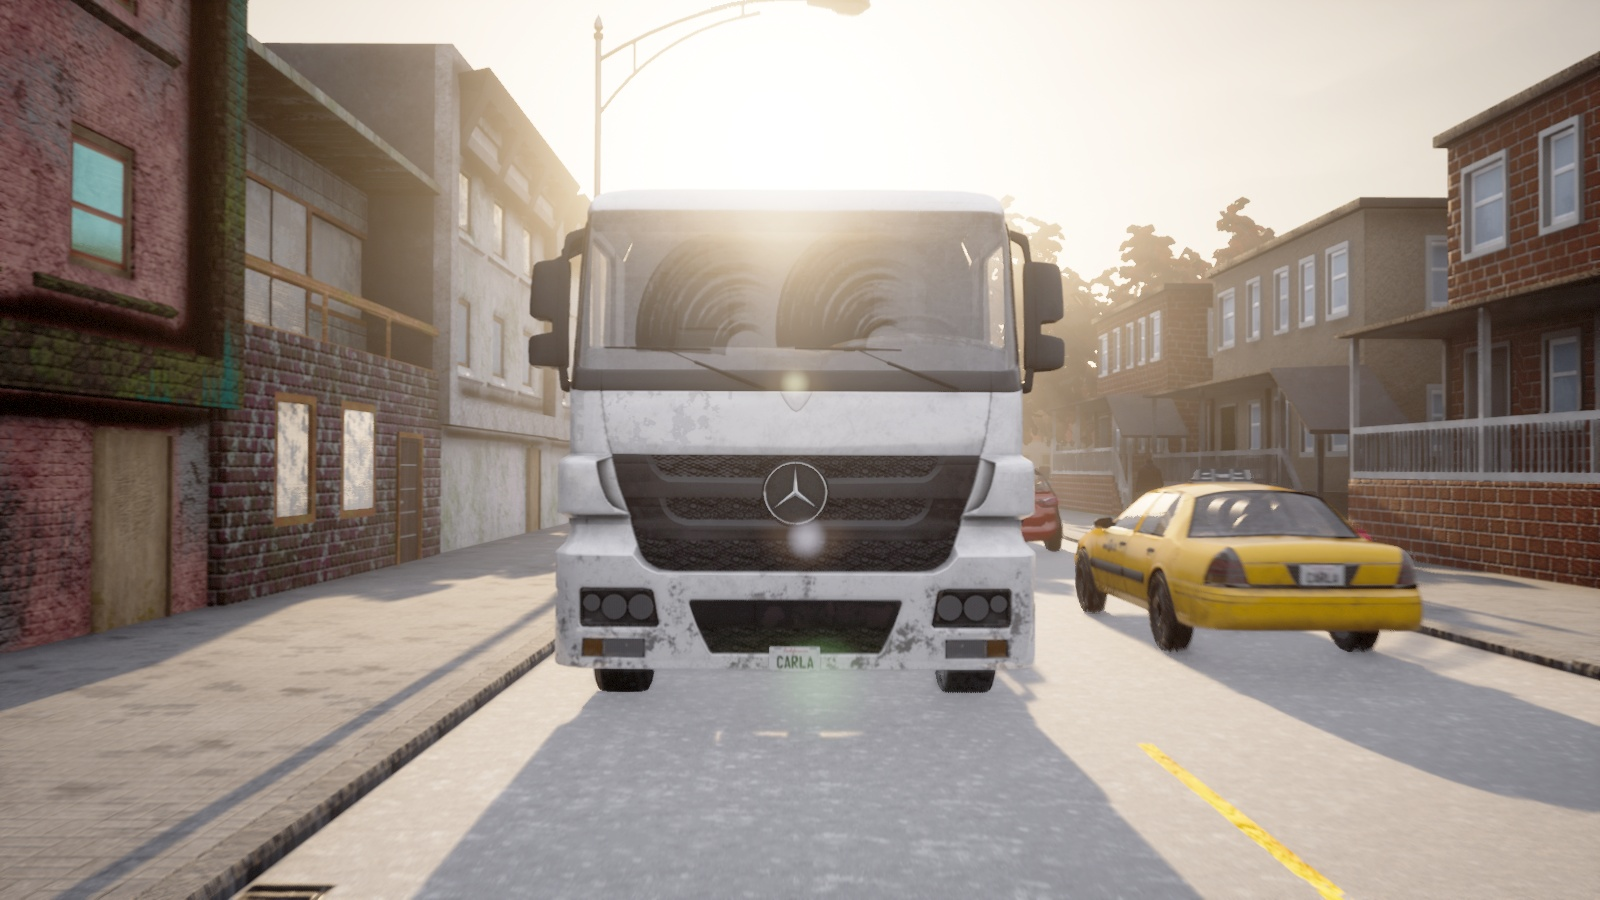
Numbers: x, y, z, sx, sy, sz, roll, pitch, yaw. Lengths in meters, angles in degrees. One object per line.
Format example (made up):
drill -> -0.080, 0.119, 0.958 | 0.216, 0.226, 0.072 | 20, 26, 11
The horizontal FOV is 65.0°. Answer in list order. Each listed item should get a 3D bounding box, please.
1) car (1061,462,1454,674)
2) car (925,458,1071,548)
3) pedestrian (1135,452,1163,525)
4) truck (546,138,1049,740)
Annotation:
car -> 3.971, 0.918, 12.061 | 1.801, 1.575, 5.366 | 0, -1, 0
car -> 3.938, 1.032, 25.829 | 2.242, 1.667, 4.611 | 0, -1, 0
pedestrian -> 8.871, 0.969, 31.915 | 0.634, 1.844, 0.899 | 0, -1, 13
truck -> -0.030, 0.002, 11.219 | 2.891, 3.462, 7.936 | 0, -1, 0
